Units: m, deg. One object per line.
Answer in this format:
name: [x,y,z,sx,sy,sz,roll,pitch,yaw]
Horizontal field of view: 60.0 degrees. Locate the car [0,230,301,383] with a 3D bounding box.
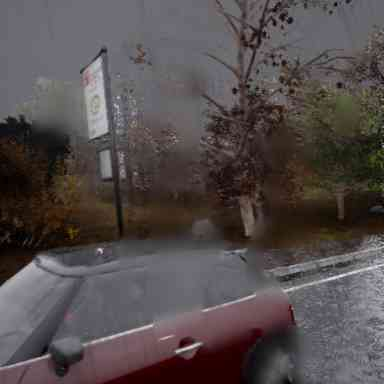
car: [-1.039,1.350,3.248,4.553,1.767,2.097,0,0,-35]
